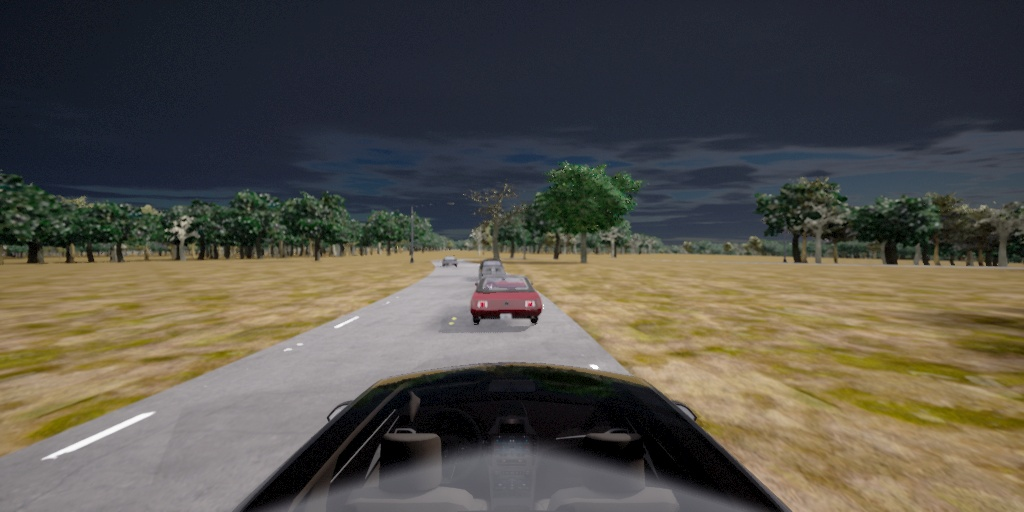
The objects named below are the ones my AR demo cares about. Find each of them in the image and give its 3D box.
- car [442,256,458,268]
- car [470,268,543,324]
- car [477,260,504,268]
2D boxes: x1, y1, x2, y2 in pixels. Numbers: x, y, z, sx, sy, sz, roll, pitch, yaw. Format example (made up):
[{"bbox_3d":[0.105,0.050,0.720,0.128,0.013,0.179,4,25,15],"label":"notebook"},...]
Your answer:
[{"bbox_3d":[-8.129,0.731,46.978,1.812,1.442,4.674,0,1,-12],"label":"car"},{"bbox_3d":[-0.245,1.226,11.345,1.895,1.301,4.718,0,1,-3],"label":"car"},{"bbox_3d":[-1.587,0.976,27.185,2.033,1.411,5.357,0,1,-7],"label":"car"}]
